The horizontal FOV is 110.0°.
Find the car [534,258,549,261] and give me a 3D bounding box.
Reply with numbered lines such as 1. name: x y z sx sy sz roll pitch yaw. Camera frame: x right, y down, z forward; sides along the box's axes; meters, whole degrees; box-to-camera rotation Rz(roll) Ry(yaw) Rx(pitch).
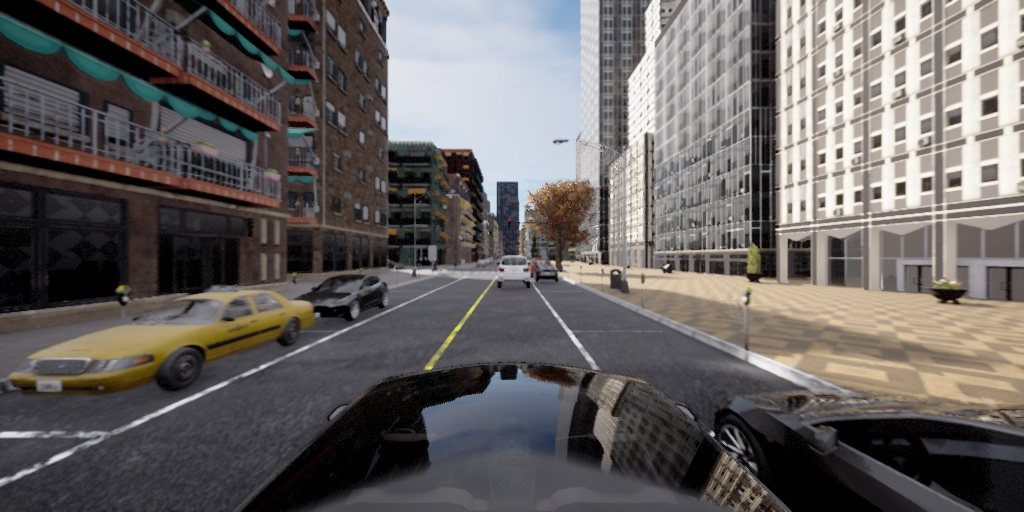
1. car: 2.684 1.099 34.603 2.192 1.841 5.009 0 0 0

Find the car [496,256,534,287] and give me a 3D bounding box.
1. car: 0.102 0.995 24.790 2.150 2.045 5.566 0 0 -1

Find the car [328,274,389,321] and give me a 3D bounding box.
1. car: -5.692 1.324 12.510 1.948 1.339 4.313 0 0 0

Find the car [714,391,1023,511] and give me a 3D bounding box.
1. car: 2.692 1.316 1.466 1.948 1.339 4.313 0 0 0

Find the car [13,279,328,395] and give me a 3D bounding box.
1. car: -5.691 1.278 6.818 1.751 1.417 4.829 0 0 0

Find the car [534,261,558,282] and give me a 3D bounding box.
1. car: 2.686 1.343 29.080 1.948 1.339 4.313 0 0 0

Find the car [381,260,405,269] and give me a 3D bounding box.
1. car: -16.445 1.140 47.571 4.403 1.370 2.007 0 0 -1

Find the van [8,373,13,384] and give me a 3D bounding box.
1. van: -5.689 1.090 1.465 1.690 1.789 3.998 0 0 0
